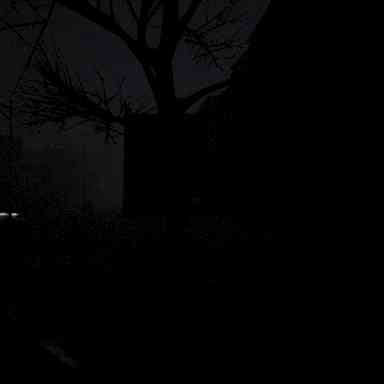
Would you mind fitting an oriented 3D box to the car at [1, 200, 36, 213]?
[{"bbox_3d":[-19.661,1.638,37.800,1.994,1.385,4.181,1,0,5],"label":"car"}]
